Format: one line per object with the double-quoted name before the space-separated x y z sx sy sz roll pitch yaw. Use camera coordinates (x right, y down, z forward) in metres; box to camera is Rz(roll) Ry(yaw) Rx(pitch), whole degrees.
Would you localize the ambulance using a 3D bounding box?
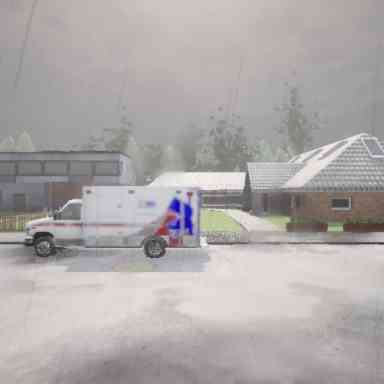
"ambulance" -2.622 1.031 12.185 6.366 2.431 2.351 0 0 0
